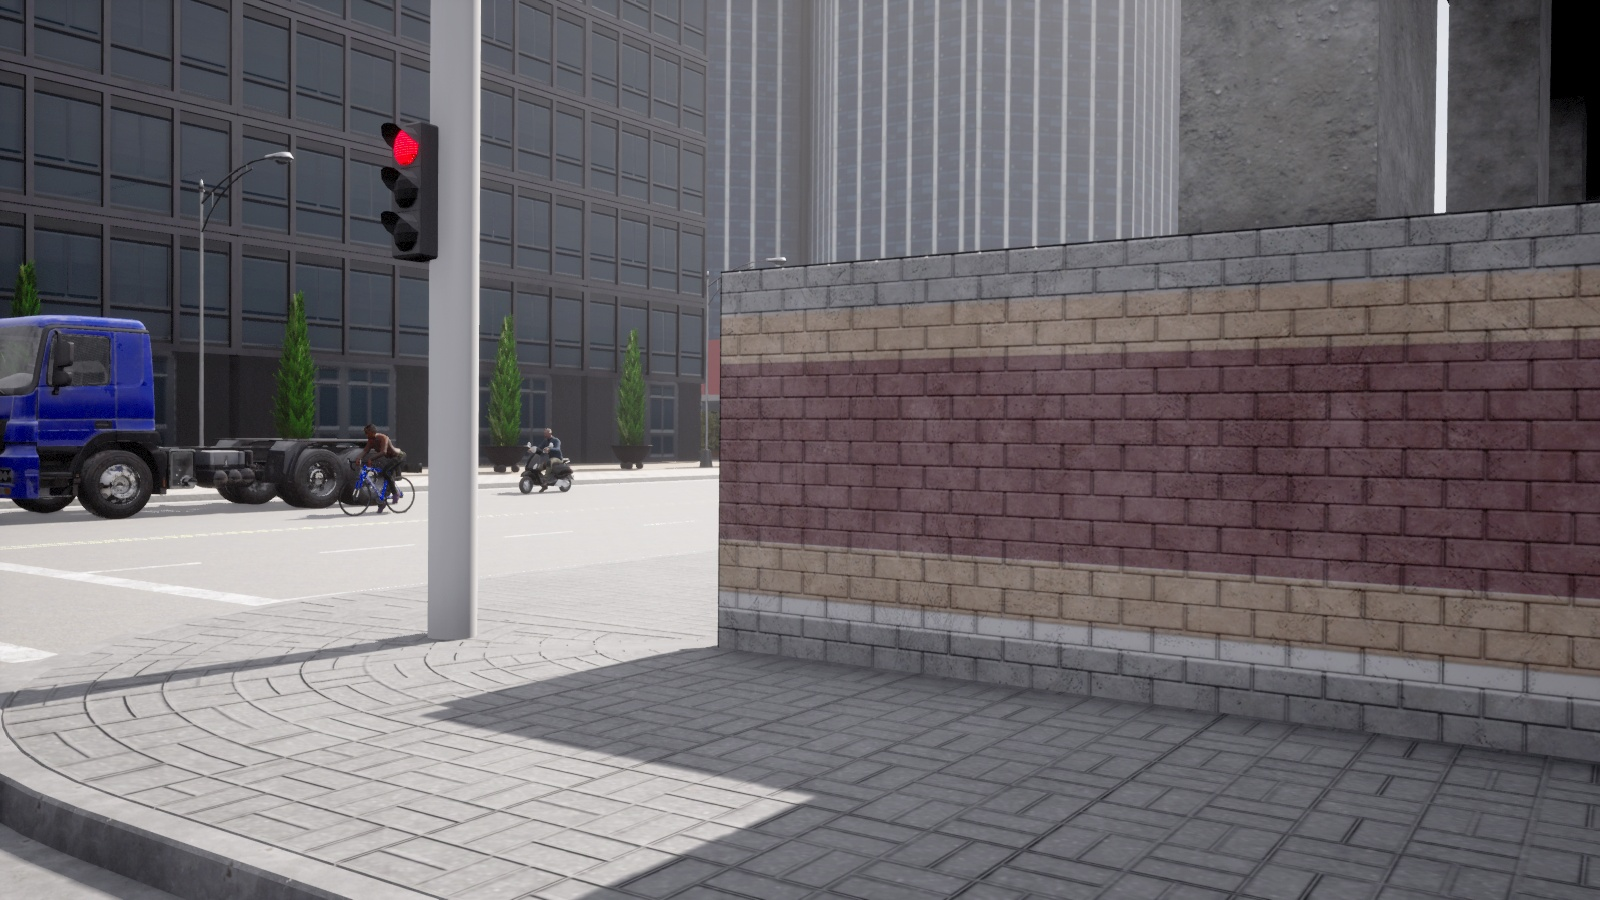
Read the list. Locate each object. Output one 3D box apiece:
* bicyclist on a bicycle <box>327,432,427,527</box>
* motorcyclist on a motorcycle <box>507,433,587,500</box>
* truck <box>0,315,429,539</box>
[{"bbox_3d":[-7.542,0.501,22.464,0.582,1.620,1.656,0,1,34],"label":"bicyclist on a bicycle"},{"bbox_3d":[-6.189,0.376,30.776,0.866,1.590,1.817,0,1,34],"label":"motorcyclist on a motorcycle"},{"bbox_3d":[-11.092,-0.415,23.453,2.891,3.462,7.936,0,1,34],"label":"truck"}]
